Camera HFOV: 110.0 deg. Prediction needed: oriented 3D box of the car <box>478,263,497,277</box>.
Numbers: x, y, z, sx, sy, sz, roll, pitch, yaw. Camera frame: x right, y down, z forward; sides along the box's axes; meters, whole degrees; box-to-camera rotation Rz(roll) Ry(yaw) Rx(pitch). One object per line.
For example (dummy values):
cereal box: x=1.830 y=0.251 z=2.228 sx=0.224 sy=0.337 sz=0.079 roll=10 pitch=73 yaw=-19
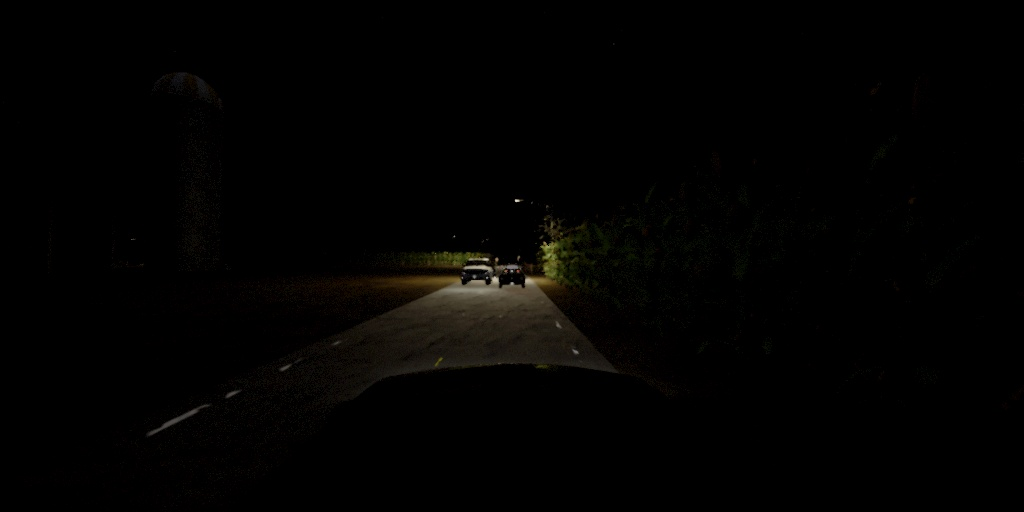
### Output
car: x=-2.771 y=1.606 z=41.548 sx=1.837 sy=1.490 sz=4.892 roll=0 pitch=-1 yaw=0

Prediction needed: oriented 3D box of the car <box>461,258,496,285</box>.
car: x=-2.763 y=1.212 z=29.198 sx=2.150 sy=2.045 sz=5.566 roll=0 pitch=-1 yaw=0

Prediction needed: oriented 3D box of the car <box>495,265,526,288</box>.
car: x=0.000 y=1.563 z=26.018 sx=1.895 sy=1.301 sz=4.718 roll=0 pitch=-1 yaw=0
